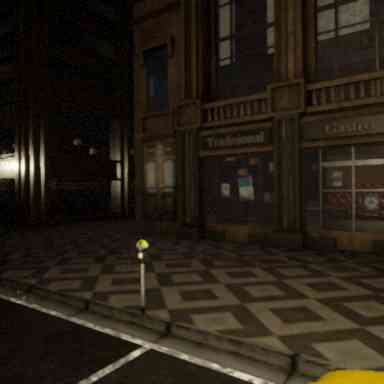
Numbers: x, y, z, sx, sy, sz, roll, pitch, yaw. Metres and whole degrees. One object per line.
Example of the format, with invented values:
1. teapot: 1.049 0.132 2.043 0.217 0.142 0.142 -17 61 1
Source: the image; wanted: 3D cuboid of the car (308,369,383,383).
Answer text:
1. car: 2.624 1.496 1.167 4.829 1.417 1.752 -1 0 34
